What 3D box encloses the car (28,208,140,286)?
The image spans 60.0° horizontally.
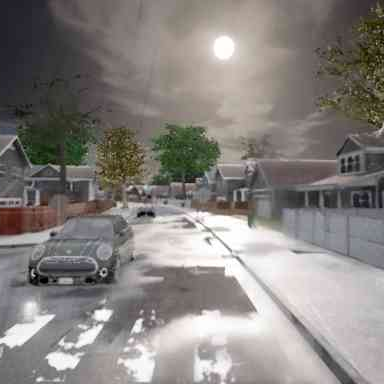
[{"bbox_3d":[-2.959,1.480,9.875,2.097,1.767,4.553,0,-1,-2],"label":"car"}]

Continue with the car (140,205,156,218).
[{"bbox_3d":[-4.758,2.054,35.135,1.895,1.301,4.718,0,-1,-6],"label":"car"}]
